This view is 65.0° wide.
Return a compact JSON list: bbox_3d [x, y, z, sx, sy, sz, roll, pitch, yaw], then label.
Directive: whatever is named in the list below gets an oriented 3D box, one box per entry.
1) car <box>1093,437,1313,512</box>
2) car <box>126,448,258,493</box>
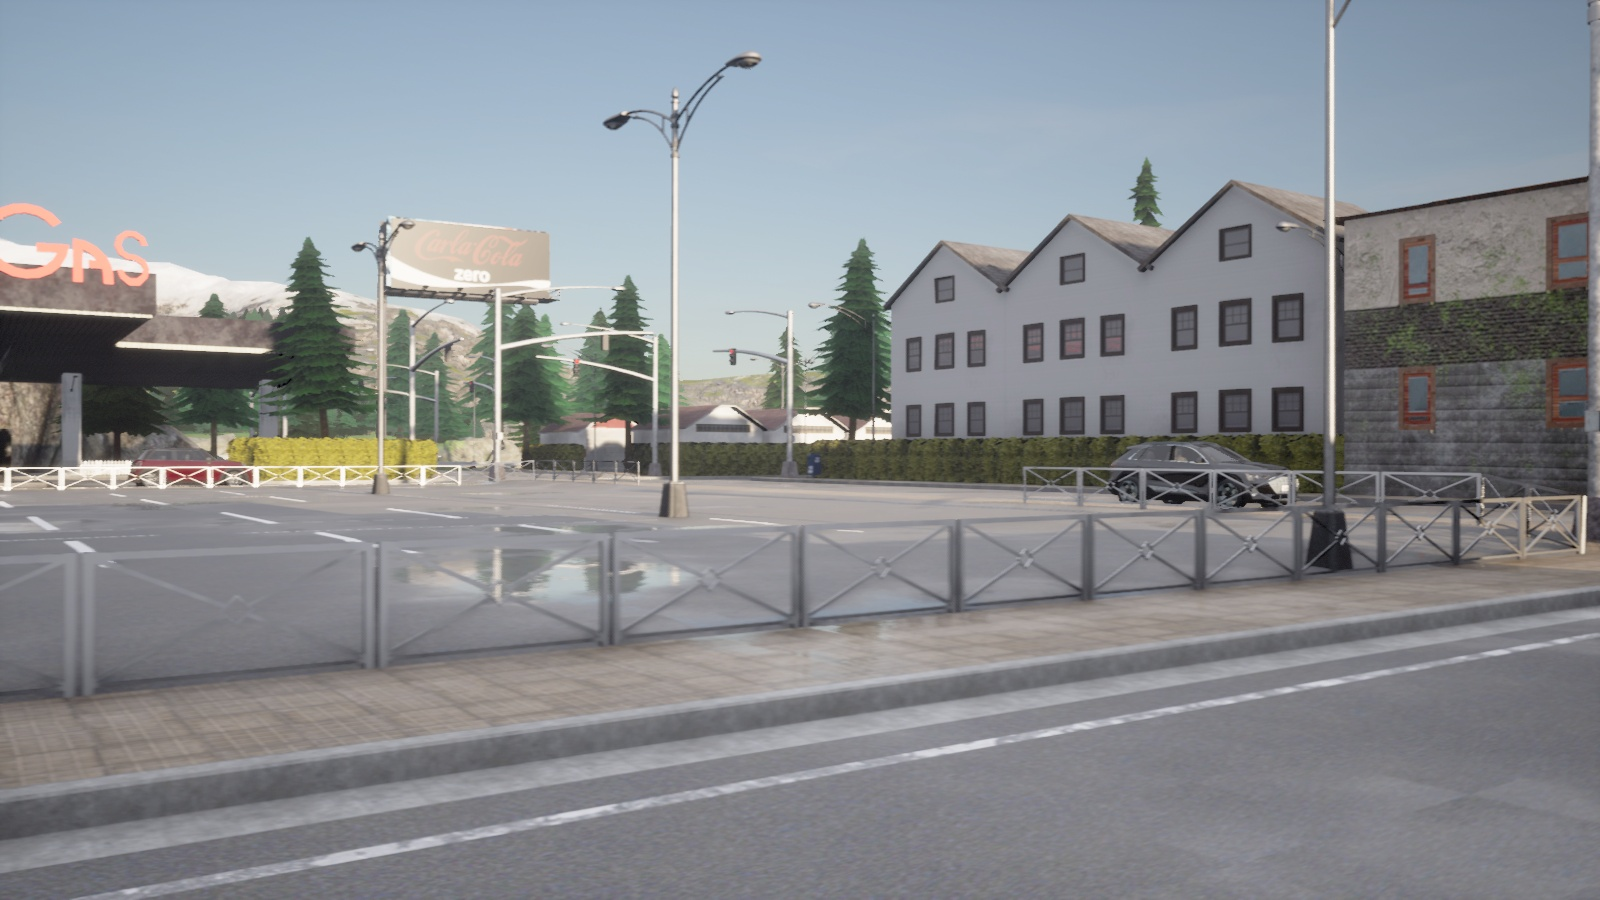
[{"bbox_3d":[9.677,0.553,30.517,2.033,1.649,4.856,0,0,-35],"label":"car"},{"bbox_3d":[-24.555,0.795,50.751,4.553,1.767,2.097,0,0,-35],"label":"car"}]
